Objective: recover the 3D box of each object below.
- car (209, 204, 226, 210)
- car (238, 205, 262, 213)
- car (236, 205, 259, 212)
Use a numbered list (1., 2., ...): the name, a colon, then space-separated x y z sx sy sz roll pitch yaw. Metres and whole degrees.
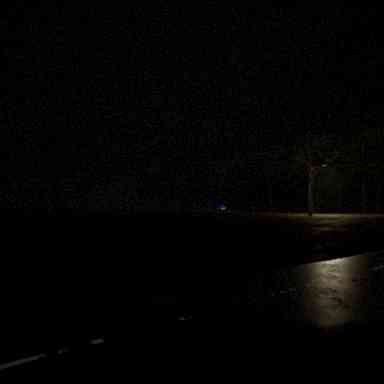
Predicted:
1. car: 6.273 3.764 82.355 1.882 1.535 5.008 1 -2 -33
2. car: 11.711 3.477 67.646 2.033 1.411 5.357 1 -2 -33
3. car: 12.207 3.644 73.280 2.128 1.511 4.902 1 -2 -33
